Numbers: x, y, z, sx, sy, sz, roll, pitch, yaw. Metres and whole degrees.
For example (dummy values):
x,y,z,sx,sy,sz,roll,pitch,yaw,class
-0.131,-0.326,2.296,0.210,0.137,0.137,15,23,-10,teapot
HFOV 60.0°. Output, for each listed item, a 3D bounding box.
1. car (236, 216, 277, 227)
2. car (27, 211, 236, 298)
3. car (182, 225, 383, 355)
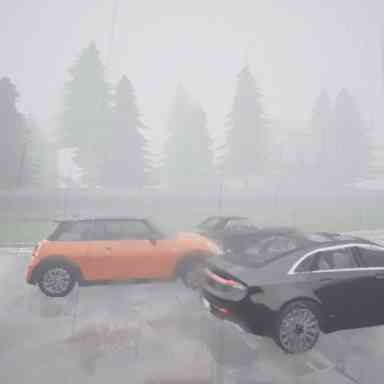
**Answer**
x,y,z,sx,sy,sz,roll,pitch,yaw,class
1.752,1.594,12.798,4.718,1.301,1.895,0,0,-20,car
-1.477,1.349,8.297,4.553,1.767,2.097,0,0,-11,car
2.524,1.487,5.806,4.902,1.511,2.128,0,0,-17,car
